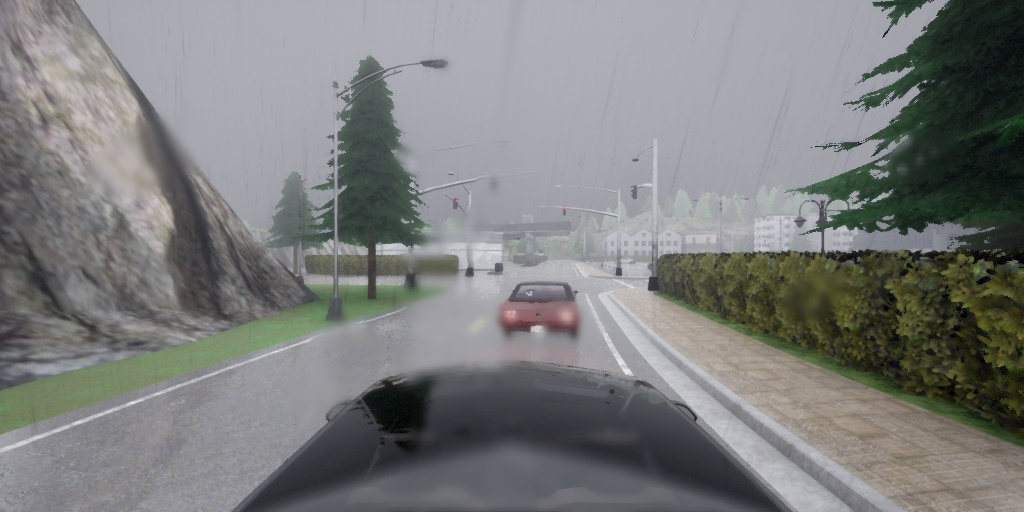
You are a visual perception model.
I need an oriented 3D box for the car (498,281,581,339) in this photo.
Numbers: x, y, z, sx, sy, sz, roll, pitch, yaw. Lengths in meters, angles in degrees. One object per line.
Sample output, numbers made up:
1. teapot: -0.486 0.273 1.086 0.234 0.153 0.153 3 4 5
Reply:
1. car: 0.918 1.351 10.149 1.895 1.301 4.718 0 0 8
